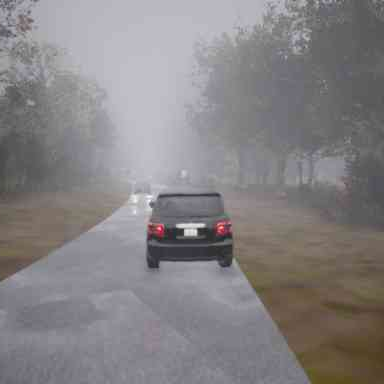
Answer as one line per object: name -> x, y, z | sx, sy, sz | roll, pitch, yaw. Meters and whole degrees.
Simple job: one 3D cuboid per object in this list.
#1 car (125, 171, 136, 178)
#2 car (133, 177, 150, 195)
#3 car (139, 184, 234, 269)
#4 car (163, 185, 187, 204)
car -> -14.321, -3.871, 76.732 | 2.150, 2.045, 5.566 | 0, 3, -17
car -> -5.536, -0.537, 37.345 | 1.837, 1.490, 4.892 | 0, 4, -8
car -> -0.135, 0.877, 10.078 | 2.150, 2.045, 5.566 | -1, 2, -2
car -> -1.586, 0.179, 29.700 | 1.895, 1.301, 4.718 | 0, 4, -6
